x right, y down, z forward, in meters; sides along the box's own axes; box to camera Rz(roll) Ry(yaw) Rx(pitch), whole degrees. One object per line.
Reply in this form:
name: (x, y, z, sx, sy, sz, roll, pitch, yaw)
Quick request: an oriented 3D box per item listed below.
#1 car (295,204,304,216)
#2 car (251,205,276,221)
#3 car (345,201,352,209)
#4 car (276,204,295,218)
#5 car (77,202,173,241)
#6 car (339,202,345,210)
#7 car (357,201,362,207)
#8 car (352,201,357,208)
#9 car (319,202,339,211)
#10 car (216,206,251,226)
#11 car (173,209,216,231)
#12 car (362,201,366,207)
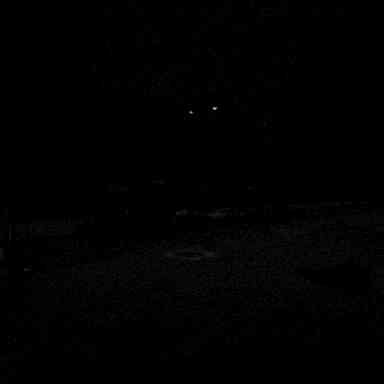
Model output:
car: (12.087, 2.070, 39.741, 2.008, 1.369, 4.403, 0, -1, 35)
car: (5.827, 1.932, 30.934, 1.947, 1.339, 4.313, 0, -1, 35)
car: (27.737, 2.463, 61.757, 1.947, 1.339, 4.313, 0, -1, 35)
car: (8.956, 2.009, 35.337, 1.947, 1.339, 4.313, 0, -1, 35)
car: (-3.563, 1.452, 17.727, 2.192, 1.841, 5.009, -1, -1, 35)
car: (24.509, 2.345, 57.216, 1.752, 1.417, 4.829, 0, -1, 35)
car: (33.997, 2.613, 70.564, 1.947, 1.339, 4.313, 0, -1, 35)
car: (30.867, 2.554, 66.160, 1.802, 1.307, 4.206, 0, -1, 35)
car: (21.477, 2.297, 52.951, 2.008, 1.369, 4.403, 0, -1, 35)
car: (2.598, 1.813, 26.392, 1.752, 1.417, 4.829, -1, -1, 35)
car: (-0.434, 1.795, 22.126, 1.802, 1.307, 4.206, -1, -1, 35)
car: (40.257, 2.767, 79.370, 1.947, 1.339, 4.313, 0, -1, 35)
